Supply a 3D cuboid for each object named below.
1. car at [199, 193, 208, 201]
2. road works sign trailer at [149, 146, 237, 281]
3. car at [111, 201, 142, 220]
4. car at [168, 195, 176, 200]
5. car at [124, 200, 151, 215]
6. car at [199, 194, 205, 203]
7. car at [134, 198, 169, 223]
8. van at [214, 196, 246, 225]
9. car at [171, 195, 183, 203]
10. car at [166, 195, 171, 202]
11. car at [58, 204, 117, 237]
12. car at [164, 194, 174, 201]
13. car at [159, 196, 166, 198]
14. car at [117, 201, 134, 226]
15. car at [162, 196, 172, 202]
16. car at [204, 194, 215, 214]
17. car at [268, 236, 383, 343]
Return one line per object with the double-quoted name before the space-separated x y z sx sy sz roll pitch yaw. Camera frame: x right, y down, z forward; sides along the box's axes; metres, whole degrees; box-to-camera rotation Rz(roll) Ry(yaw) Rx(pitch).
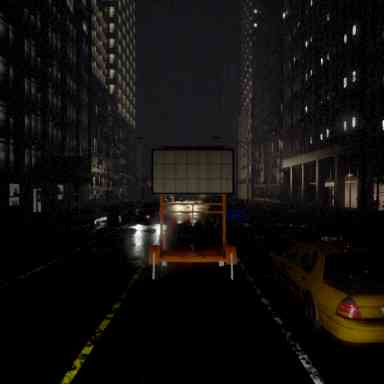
"car" 2.858 1.293 86.002 2.192 1.841 5.009 -1 0 0
"road works sign trailer" 0.025 0.462 9.840 2.380 3.560 2.880 0 0 0
"car" -5.637 1.538 29.183 1.887 1.381 4.507 -1 0 0
"car" -5.508 1.502 91.533 1.752 1.417 4.829 -1 0 0
"car" -5.626 1.543 34.866 2.008 1.369 4.403 -1 0 0
"car" 2.814 1.536 63.267 2.008 1.369 4.403 -1 0 0
"car" -3.049 1.499 25.432 1.837 1.490 4.892 0 0 0
"van" 2.729 1.336 23.481 1.690 1.788 3.998 -1 0 0
"car" -2.855 1.488 70.264 1.837 1.490 4.892 0 0 0
"car" -5.567 1.536 63.284 2.008 1.369 4.403 -1 0 0
"car" -5.661 1.547 17.815 2.008 1.369 4.403 -1 0 0
"car" -5.532 1.420 80.335 1.967 1.590 4.097 -1 0 0
"car" -5.591 1.539 51.917 2.008 1.369 4.403 -1 0 0
"car" -5.649 1.560 23.499 1.947 1.339 4.313 -1 0 0
"car" -5.543 1.564 74.651 1.802 1.307 4.206 -1 0 0
"car" 2.752 1.307 34.849 2.192 1.841 5.009 -1 0 0
"car" 2.696 1.524 6.600 1.752 1.417 4.829 -1 0 0
